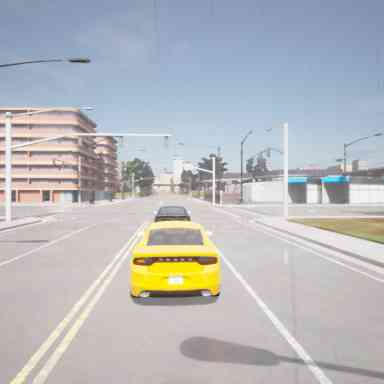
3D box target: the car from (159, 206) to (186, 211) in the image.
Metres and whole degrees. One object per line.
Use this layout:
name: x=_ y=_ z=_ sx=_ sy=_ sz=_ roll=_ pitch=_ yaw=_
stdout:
car: x=-1.068 y=1.478 z=18.154 sx=1.882 sy=1.535 sz=5.008 roll=0 pitch=0 yaw=-4

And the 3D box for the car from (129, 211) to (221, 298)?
car: x=-0.437 y=1.478 z=8.594 sx=1.882 sy=1.535 sz=5.008 roll=0 pitch=0 yaw=-3
